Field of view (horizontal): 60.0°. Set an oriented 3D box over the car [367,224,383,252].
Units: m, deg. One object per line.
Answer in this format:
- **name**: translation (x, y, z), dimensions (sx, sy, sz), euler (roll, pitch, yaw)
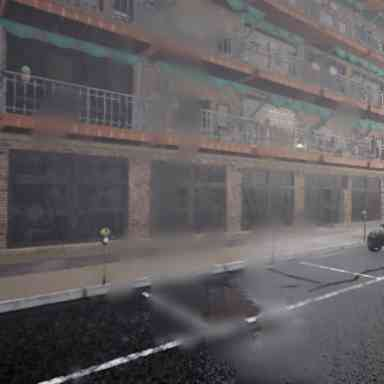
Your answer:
- **car**: translation (8.385, 1.547, 12.527), dimensions (4.313, 1.339, 1.947), euler (0, 1, -35)
